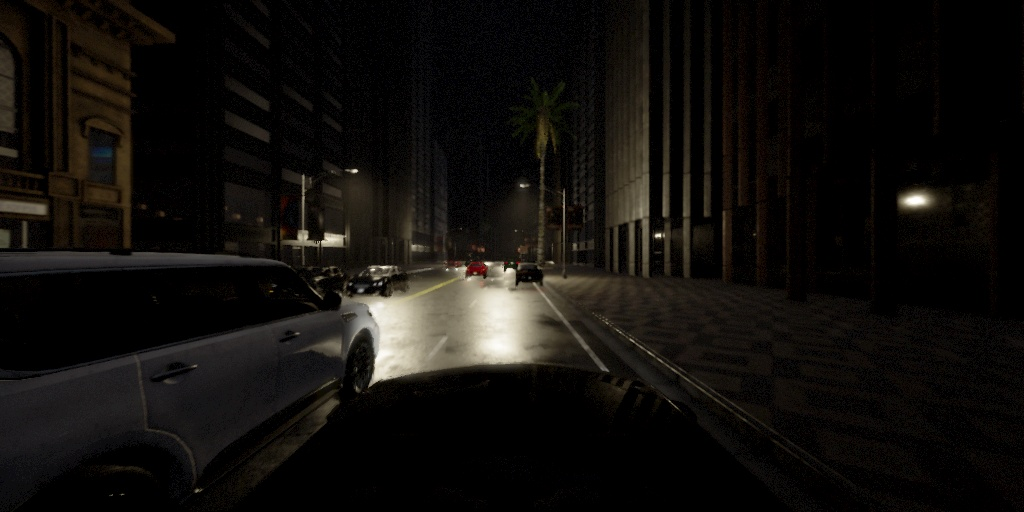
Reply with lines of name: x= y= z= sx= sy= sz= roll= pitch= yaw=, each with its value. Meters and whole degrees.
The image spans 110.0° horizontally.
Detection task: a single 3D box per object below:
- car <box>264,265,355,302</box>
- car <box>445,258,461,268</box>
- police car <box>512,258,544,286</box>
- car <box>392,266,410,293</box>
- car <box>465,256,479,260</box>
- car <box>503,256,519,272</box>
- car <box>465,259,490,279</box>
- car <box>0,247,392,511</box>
car: x=-9.849 y=1.257 z=17.988 sx=1.837 sy=1.490 sz=4.892 roll=0 pitch=0 yaw=0
car: x=-9.786 y=1.145 z=59.963 sx=2.097 sy=1.767 sz=4.553 roll=0 pitch=0 yaw=1
police car: x=1.137 y=1.183 z=25.381 sx=1.930 sy=1.638 sz=5.238 roll=0 pitch=0 yaw=0
car: x=-6.598 y=1.244 z=18.112 sx=2.128 sy=1.511 sz=4.902 roll=0 pitch=0 yaw=0
car: x=-6.534 y=1.010 z=60.057 sx=2.150 sy=2.045 sz=5.566 roll=0 pitch=0 yaw=1
car: x=0.014 y=1.001 z=46.848 sx=2.150 sy=2.045 sz=5.566 roll=0 pitch=0 yaw=0
car: x=-3.152 y=1.288 z=32.968 sx=1.812 sy=1.442 sz=4.674 roll=0 pitch=0 yaw=0
car: x=-3.149 y=0.971 z=3.284 sx=2.150 sy=2.045 sz=5.566 roll=0 pitch=0 yaw=0
